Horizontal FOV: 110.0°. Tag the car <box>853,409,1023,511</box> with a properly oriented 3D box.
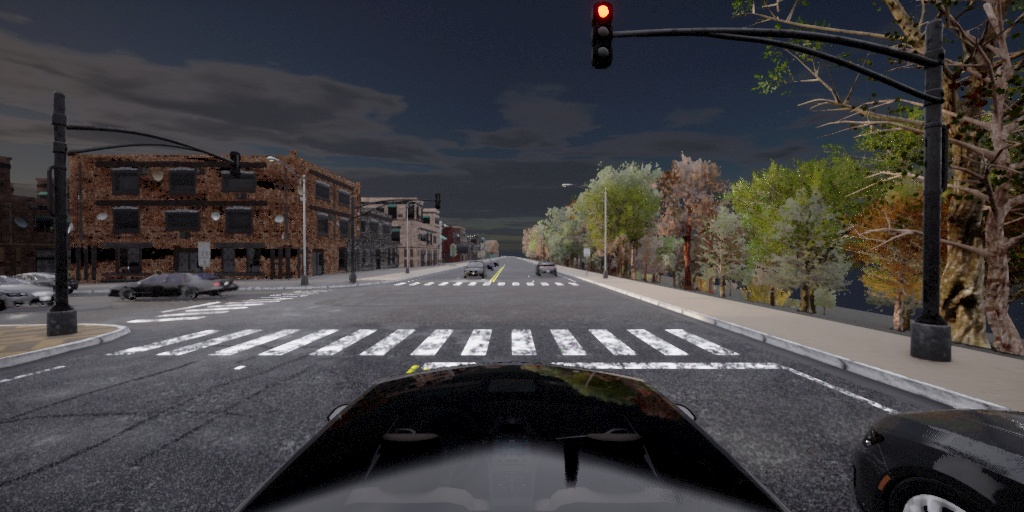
[{"bbox_3d":[3.347,1.250,0.525,1.837,1.490,4.892,0,-1,0],"label":"car"}]

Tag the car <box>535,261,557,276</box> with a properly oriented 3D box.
[{"bbox_3d":[3.381,1.236,36.047,2.128,1.511,4.902,0,0,0],"label":"car"}]

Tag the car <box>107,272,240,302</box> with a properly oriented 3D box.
[{"bbox_3d":[-17.404,1.525,18.616,5.357,1.411,2.033,-1,1,-2],"label":"car"}]

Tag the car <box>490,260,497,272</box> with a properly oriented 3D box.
[{"bbox_3d":[-3.326,1.345,46.654,1.895,1.301,4.718,0,0,0],"label":"car"}]

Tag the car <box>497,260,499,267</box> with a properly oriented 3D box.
[{"bbox_3d":[-3.276,1.344,64.546,1.895,1.301,4.718,0,0,0],"label":"car"}]

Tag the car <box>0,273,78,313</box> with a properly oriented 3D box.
[{"bbox_3d":[-22.349,1.579,15.245,4.902,1.511,2.128,-1,1,-1],"label":"car"}]

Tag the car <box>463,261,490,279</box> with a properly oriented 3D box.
[{"bbox_3d":[-3.316,1.250,33.070,1.837,1.490,4.892,0,0,0],"label":"car"}]
